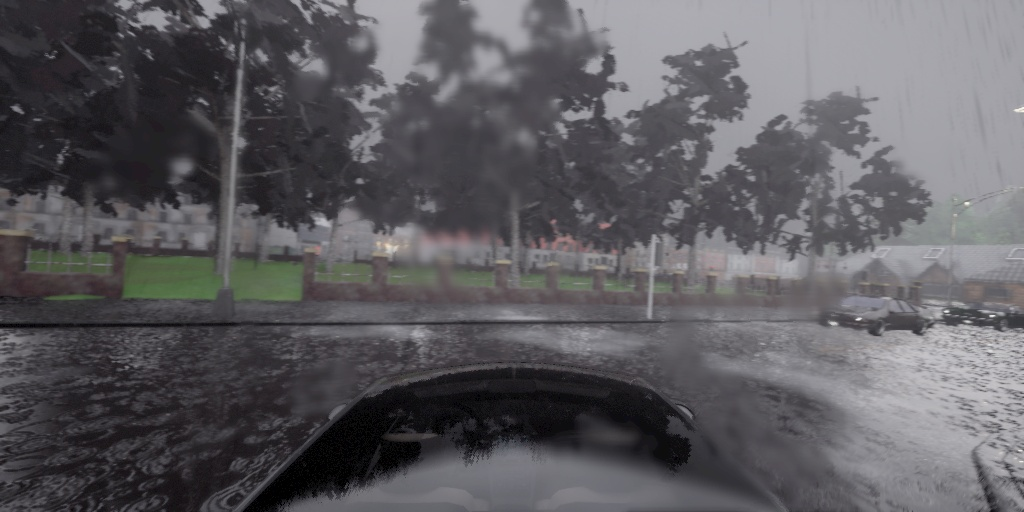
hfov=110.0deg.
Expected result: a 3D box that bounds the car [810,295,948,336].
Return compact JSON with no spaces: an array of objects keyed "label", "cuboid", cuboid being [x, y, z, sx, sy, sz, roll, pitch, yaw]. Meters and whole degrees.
[{"label":"car","cuboid":[14.686,2.332,14.534,5.357,1.411,2.033,4,-1,-21]}]

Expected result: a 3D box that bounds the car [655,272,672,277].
[{"label":"car","cuboid":[25.575,3.386,58.731,1.812,1.442,4.674,4,-1,-21]}]

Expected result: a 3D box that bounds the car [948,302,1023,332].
[{"label":"car","cuboid":[24.204,3.016,18.183,4.718,1.301,1.895,4,-1,-21]}]
